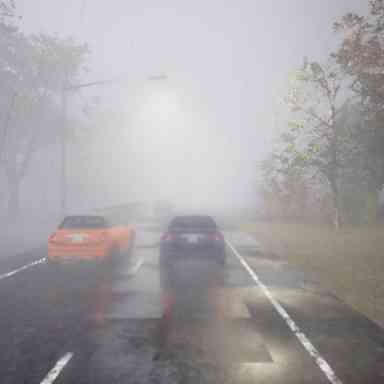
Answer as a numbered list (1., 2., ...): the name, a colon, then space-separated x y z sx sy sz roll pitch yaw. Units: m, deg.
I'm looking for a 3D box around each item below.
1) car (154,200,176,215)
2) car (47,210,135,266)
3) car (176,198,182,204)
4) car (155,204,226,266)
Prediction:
1. car: -3.515 1.789 41.431 2.097 1.767 4.553 0 -1 0
2. car: -3.460 1.500 12.253 2.097 1.767 4.553 0 -1 0
3. car: -3.525 2.347 67.510 1.895 1.301 4.718 0 -1 0
4. car: 0.041 1.500 12.258 2.097 1.767 4.553 0 -1 0
